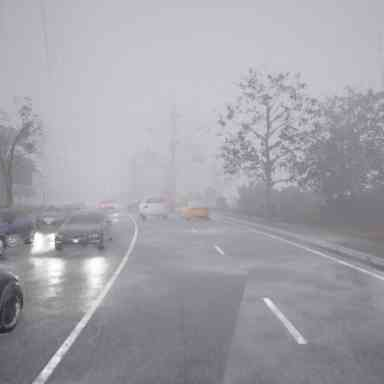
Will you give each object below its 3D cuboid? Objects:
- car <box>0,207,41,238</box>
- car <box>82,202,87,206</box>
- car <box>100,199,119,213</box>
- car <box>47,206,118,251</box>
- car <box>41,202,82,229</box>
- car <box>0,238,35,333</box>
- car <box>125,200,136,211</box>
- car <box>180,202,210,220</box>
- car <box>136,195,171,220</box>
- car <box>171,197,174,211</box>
[{"bbox_3d":[-7.950,1.438,13.080,2.097,1.767,4.553,0,0,-6],"label":"car"},{"bbox_3d":[-13.476,1.869,39.518,1.994,1.385,4.181,0,0,-18],"label":"car"},{"bbox_3d":[-10.201,1.629,40.762,2.097,1.767,4.553,0,0,-18],"label":"car"},{"bbox_3d":[-4.587,1.583,14.696,1.837,1.490,4.892,0,0,-7],"label":"car"},{"bbox_3d":[-9.350,1.656,23.177,2.128,1.511,4.902,0,0,-10],"label":"car"},{"bbox_3d":[-3.801,1.582,3.974,1.994,1.385,4.181,0,0,-2],"label":"car"},{"bbox_3d":[-7.934,1.783,44.854,1.837,1.490,4.892,0,0,-19],"label":"car"},{"bbox_3d":[0.151,1.607,29.487,1.882,1.535,5.008,0,0,-12],"label":"car"},{"bbox_3d":[-3.603,1.388,30.335,2.150,2.045,5.566,0,0,-13],"label":"car"},{"bbox_3d":[-4.036,1.457,44.381,2.150,2.045,5.566,0,0,-19],"label":"car"}]
